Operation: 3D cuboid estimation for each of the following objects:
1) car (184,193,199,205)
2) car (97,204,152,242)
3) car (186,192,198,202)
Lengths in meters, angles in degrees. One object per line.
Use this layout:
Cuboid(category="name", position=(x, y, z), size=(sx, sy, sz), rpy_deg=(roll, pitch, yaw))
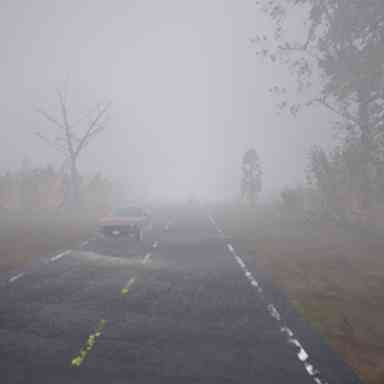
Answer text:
Cuboid(category="car", position=(0.107, 1.199, 49.609), size=(1.812, 1.442, 4.674), rpy_deg=(0, 0, 0))
Cuboid(category="car", position=(-3.096, 1.372, 16.001), size=(1.882, 1.535, 5.008), rpy_deg=(0, 0, 0))
Cuboid(category="car", position=(0.021, 0.940, 62.462), size=(2.097, 1.767, 4.553), rpy_deg=(0, 0, 0))
